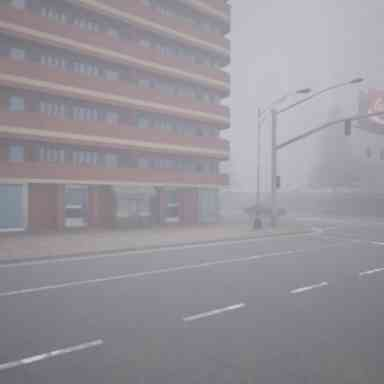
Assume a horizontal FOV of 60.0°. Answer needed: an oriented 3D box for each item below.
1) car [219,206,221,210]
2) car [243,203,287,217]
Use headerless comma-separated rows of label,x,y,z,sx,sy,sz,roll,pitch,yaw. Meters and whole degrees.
car,1.531,1.842,43.978,2.033,1.411,5.357,1,0,-36
car,7.771,1.896,35.405,1.895,1.301,4.718,1,0,-36
